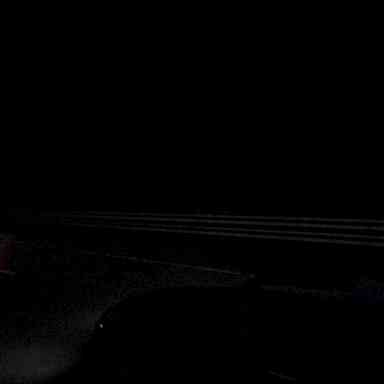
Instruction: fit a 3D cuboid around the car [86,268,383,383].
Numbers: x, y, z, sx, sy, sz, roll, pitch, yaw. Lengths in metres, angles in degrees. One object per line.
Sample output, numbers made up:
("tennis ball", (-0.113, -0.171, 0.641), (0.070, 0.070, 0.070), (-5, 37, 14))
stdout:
("car", (0.952, 1.538, 3.313), (4.674, 1.442, 1.812), (-1, -1, 36))
